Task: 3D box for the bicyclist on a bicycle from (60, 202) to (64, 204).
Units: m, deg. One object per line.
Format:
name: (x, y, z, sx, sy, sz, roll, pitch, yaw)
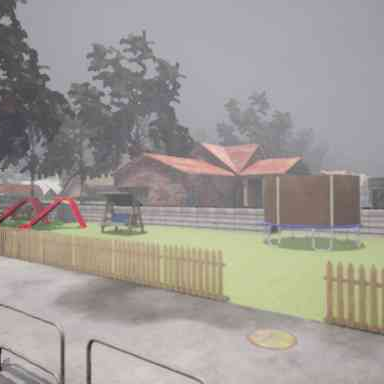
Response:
bicyclist on a bicycle: (-13.529, 1.701, 34.666, 1.656, 1.620, 0.582, -1, -1, 35)
